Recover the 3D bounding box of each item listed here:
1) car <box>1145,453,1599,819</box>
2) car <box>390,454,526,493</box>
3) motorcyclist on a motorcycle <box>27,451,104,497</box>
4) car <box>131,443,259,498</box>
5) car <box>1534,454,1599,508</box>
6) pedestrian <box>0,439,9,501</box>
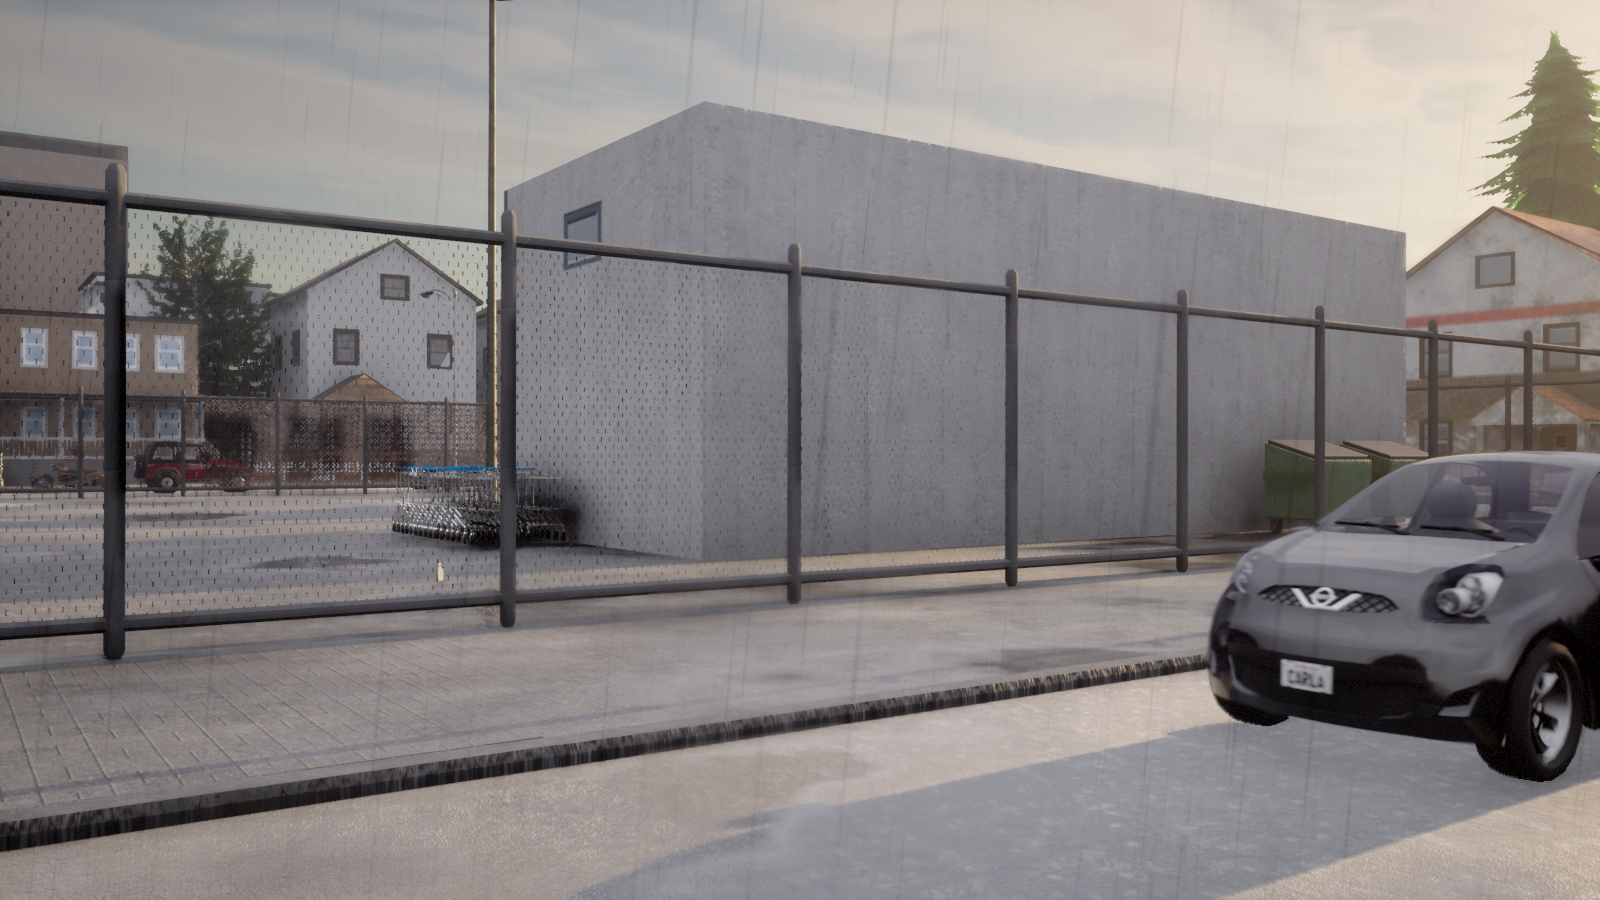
[{"bbox_3d":[3.850,0.768,6.948,3.633,1.501,1.845,0,0,-35],"label":"car"},{"bbox_3d":[-13.605,0.901,50.073,4.892,1.490,1.837,0,0,-33],"label":"car"},{"bbox_3d":[-26.748,0.864,45.738,2.350,1.649,0.766,0,0,-35],"label":"motorcyclist on a motorcycle"},{"bbox_3d":[-21.459,0.695,44.568,3.866,1.878,1.905,0,0,-34],"label":"car"},{"bbox_3d":[22.654,0.825,33.072,2.033,1.411,5.357,0,0,-35],"label":"car"},{"bbox_3d":[-24.167,0.598,37.703,0.706,1.836,0.354,0,0,-36],"label":"pedestrian"}]
